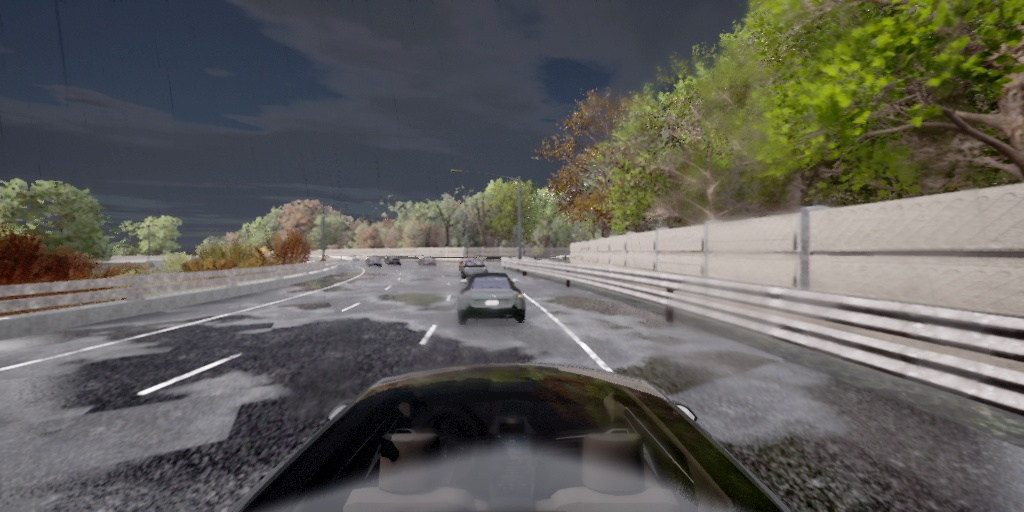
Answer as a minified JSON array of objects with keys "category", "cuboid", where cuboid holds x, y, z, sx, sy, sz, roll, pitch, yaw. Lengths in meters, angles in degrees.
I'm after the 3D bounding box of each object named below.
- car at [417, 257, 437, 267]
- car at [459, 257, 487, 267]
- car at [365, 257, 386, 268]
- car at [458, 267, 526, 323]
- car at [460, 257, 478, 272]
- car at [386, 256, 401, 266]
[{"category":"car","cuboid":[-12.390,0.865,52.078,2.033,1.411,5.357,0,1,-27]},{"category":"car","cuboid":[-2.903,1.017,27.051,2.128,1.511,4.902,0,1,-9]},{"category":"car","cuboid":[-19.877,0.889,51.327,2.033,1.411,5.357,0,1,-28]},{"category":"car","cuboid":[-0.716,1.224,11.746,1.994,1.385,4.181,0,1,-5]},{"category":"car","cuboid":[-4.812,0.883,40.572,1.882,1.535,5.008,0,1,-5]},{"category":"car","cuboid":[-18.906,0.797,56.483,1.837,1.490,4.892,0,1,-31]}]
